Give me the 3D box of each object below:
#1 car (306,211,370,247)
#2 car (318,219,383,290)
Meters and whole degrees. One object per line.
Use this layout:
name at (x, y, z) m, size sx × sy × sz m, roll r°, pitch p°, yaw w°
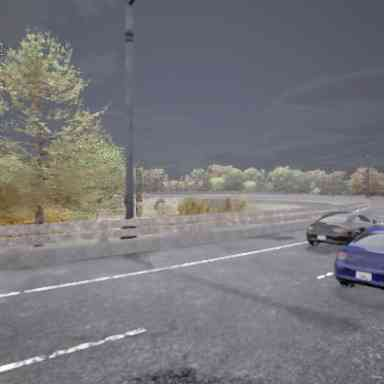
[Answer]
car at (6.577, 1.547, 14.074) m, size 4.674 × 1.442 × 1.812 m, roll 0°, pitch 0°, yaw -42°
car at (5.249, 1.535, 8.210) m, size 4.674 × 1.442 × 1.812 m, roll 0°, pitch 0°, yaw -40°
